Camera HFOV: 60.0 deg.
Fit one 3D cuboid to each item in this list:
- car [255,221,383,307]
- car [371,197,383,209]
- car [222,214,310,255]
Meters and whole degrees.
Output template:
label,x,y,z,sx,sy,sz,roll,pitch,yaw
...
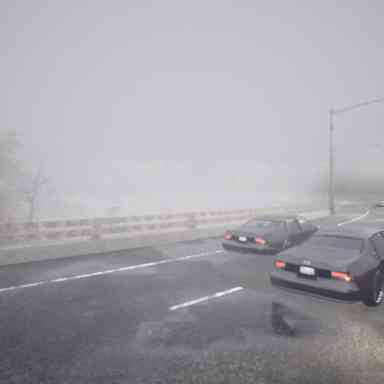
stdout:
label,x,y,z,sx,sy,sz,roll,pitch,yaw
car,3.998,1.541,8.065,5.357,1.411,2.033,0,0,-44
car,25.535,1.459,45.124,2.128,1.511,4.902,0,0,24
car,3.377,1.535,12.348,2.033,1.411,5.357,0,0,45
